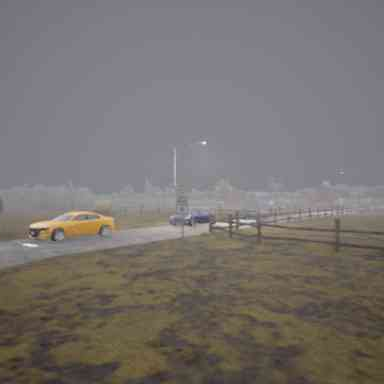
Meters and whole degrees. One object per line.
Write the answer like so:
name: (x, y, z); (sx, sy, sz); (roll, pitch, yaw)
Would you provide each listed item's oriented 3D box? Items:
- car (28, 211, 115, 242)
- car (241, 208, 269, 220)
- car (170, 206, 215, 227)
car: (-6.733, 1.892, 19.073); (1.882, 1.535, 5.008); (-1, -2, 35)
car: (7.375, 2.559, 38.903); (1.994, 1.385, 4.181); (-1, -2, 36)
car: (0.093, 2.041, 28.694); (2.097, 1.767, 4.553); (-1, -2, 35)
